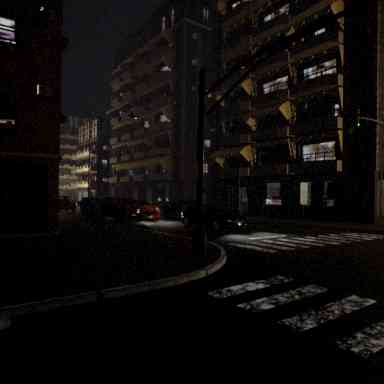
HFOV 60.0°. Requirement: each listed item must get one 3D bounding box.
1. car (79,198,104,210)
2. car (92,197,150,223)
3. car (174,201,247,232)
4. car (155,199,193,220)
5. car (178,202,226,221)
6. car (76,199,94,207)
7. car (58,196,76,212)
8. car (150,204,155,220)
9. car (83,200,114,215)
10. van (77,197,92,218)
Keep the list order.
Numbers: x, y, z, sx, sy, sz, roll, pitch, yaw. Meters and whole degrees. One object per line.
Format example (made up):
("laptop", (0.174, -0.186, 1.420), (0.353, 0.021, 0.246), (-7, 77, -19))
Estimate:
("car", (-14.420, 1.668, 47.327), (1.882, 1.535, 5.008), (1, -1, -35))
("car", (-5.543, 1.310, 25.439), (2.192, 1.841, 5.009), (1, -1, -35))
("car", (1.190, 1.527, 20.251), (1.837, 1.490, 4.892), (1, -1, -36))
("car", (-0.876, 1.459, 28.220), (2.097, 1.767, 4.553), (1, -1, -35))
("car", (0.785, 1.686, 30.130), (1.752, 1.417, 4.829), (1, -1, -35))
("car", (-18.448, 1.867, 57.293), (1.802, 1.307, 4.206), (1, -1, -35))
("car", (-15.209, 1.368, 39.091), (2.192, 1.841, 5.009), (1, -1, -35))
("car", (-4.540, 1.404, 28.296), (2.097, 1.767, 4.553), (1, -1, -35))
("car", (-10.250, 1.650, 36.360), (1.994, 1.385, 4.181), (1, -1, -35))
("van", (-8.766, 1.354, 29.990), (1.690, 1.788, 3.998), (1, -1, -35))
